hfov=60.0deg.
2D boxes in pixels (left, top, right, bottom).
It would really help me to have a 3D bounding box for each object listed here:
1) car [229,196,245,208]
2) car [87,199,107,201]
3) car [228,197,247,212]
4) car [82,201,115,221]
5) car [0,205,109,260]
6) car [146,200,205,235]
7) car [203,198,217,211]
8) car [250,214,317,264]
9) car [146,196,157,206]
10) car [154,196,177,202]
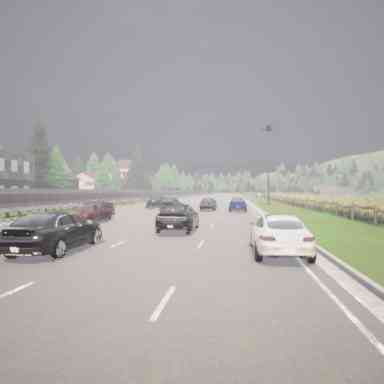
[{"bbox_3d":[6.320,1.378,46.889,2.128,1.511,4.902,0,0,7],"label":"car"},{"bbox_3d":[-9.405,1.408,33.478,2.128,1.511,4.902,0,0,7],"label":"car"},{"bbox_3d":[5.050,1.389,36.618,1.882,1.535,5.008,0,0,8],"label":"car"},{"bbox_3d":[-7.133,1.541,23.644,1.895,1.301,4.718,0,0,7],"label":"car"},{"bbox_3d":[-5.035,1.474,12.432,1.837,1.490,4.892,0,1,7],"label":"car"},{"bbox_3d":[-0.732,1.445,18.496,2.128,1.511,4.902,0,0,7],"label":"car"},{"bbox_3d":[1.944,1.450,39.477,2.033,1.411,5.357,0,0,7],"label":"car"},{"bbox_3d":[3.066,1.498,11.730,1.812,1.442,4.674,0,0,7],"label":"car"},{"bbox_3d":[-4.540,1.245,43.951,2.097,1.767,4.553,0,0,7],"label":"car"},{"bbox_3d":[-2.207,1.420,34.586,1.837,1.490,4.892,0,0,7],"label":"car"}]
